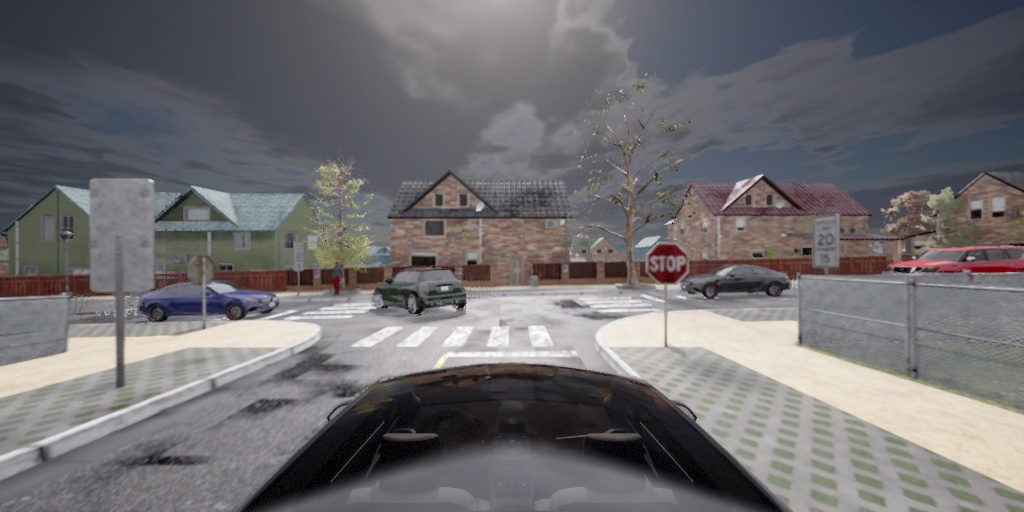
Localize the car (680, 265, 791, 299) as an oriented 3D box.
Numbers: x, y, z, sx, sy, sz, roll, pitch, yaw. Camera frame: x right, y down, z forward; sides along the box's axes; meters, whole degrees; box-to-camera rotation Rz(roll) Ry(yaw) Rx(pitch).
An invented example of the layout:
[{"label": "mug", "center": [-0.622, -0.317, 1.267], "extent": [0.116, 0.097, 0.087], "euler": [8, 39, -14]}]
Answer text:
[{"label": "car", "center": [10.361, 1.135, 16.770], "extent": [4.674, 1.442, 1.812], "euler": [-1, 0, 0]}]

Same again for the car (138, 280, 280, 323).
[{"label": "car", "center": [-11.561, 1.662, 13.806], "extent": [4.674, 1.442, 1.812], "euler": [-1, 0, 0]}]

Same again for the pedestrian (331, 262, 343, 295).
[{"label": "pedestrian", "center": [-9.628, 1.212, 19.667], "extent": [0.375, 1.860, 0.375], "euler": [0, 2, 0]}]

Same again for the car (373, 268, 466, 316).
[{"label": "car", "center": [-3.871, 1.278, 14.568], "extent": [2.097, 1.767, 4.553], "euler": [-2, -1, -42]}]

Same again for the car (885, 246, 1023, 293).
[{"label": "car", "center": [20.869, 0.583, 16.779], "extent": [5.566, 2.045, 2.150], "euler": [-1, 0, 0]}]

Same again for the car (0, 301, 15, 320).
[{"label": "car", "center": [-22.370, 1.919, 13.806], "extent": [4.674, 1.442, 1.812], "euler": [-1, 0, 0]}]
